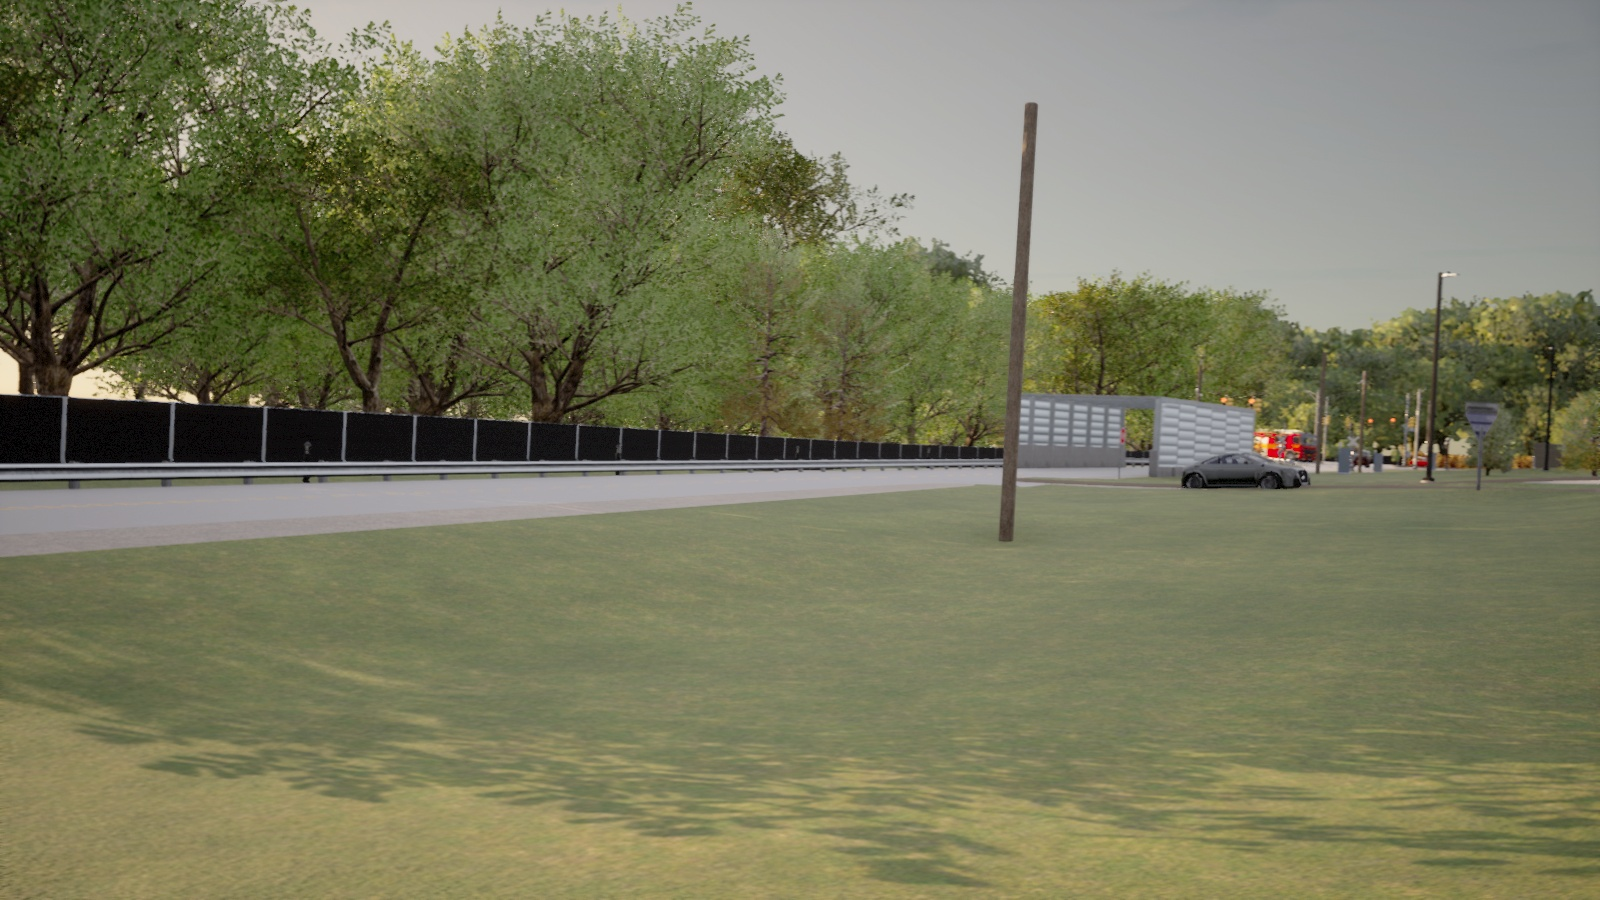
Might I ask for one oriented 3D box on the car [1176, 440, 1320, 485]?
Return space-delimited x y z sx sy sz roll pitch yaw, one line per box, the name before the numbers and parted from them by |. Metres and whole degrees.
car | 15.459 0.456 43.446 4.181 1.385 1.994 -3 -1 41
